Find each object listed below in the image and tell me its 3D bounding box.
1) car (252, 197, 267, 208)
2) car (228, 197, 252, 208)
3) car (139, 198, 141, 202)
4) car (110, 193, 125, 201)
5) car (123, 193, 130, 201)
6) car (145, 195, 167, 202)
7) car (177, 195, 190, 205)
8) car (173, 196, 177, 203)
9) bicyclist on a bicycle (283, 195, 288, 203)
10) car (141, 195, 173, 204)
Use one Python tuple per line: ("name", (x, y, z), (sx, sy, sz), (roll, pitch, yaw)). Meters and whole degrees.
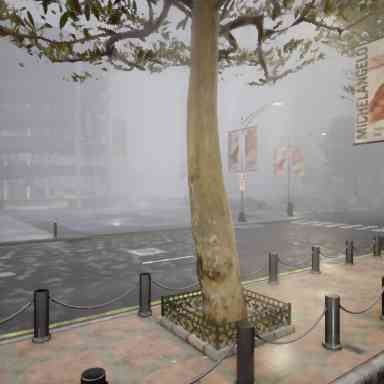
("car", (8.932, 1.477, 49.510), (1.882, 1.535, 5.008), (0, 0, -37))
("car", (5.626, 1.547, 48.119), (2.033, 1.411, 5.357), (0, 0, -36))
("car", (-9.589, 1.524, 74.201), (4.674, 1.442, 1.812), (0, 0, 26))
("car", (-18.867, 1.545, 77.822), (4.718, 1.301, 1.895), (0, 0, 11))
("car", (-17.935, 1.165, 81.196), (5.566, 2.045, 2.150), (0, 0, 11))
("car", (-8.377, 1.525, 77.501), (4.902, 1.511, 2.128), (0, 0, 26))
("car", (0.140, 1.352, 55.523), (2.097, 1.767, 4.553), (0, 0, -38))
("car", (-3.275, 1.491, 64.969), (4.902, 1.511, 2.128), (0, 0, 44))
("bicyclist on a bicycle", (17.527, 1.300, 62.337), (1.656, 1.620, 0.582), (0, 0, -36))
("car", (-6.685, 1.547, 63.376), (5.357, 1.411, 2.033), (0, 0, 41))
